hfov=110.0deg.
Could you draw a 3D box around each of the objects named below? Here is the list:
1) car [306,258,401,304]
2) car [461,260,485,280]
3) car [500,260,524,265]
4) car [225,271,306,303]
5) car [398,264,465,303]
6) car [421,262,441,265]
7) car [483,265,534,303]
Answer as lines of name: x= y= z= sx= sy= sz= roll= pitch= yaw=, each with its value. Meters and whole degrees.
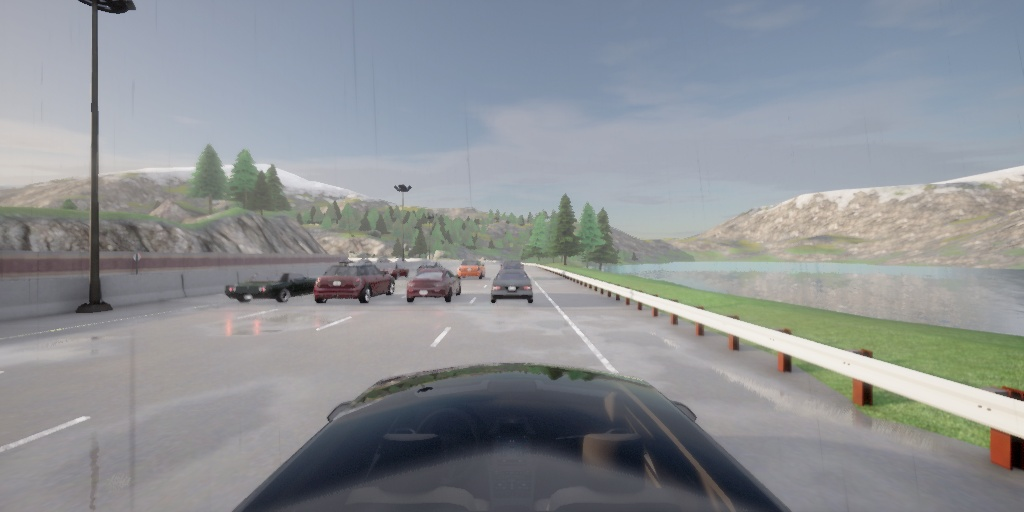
car: x=-7.000 y=1.113 z=16.470 sx=2.097 sy=1.767 sz=4.553 roll=0 pitch=0 yaw=0
car: x=-3.500 y=1.113 z=31.470 sx=2.097 sy=1.767 sz=4.553 roll=0 pitch=0 yaw=0
car: x=0.000 y=1.114 z=31.470 sx=2.097 sy=1.767 sz=4.553 roll=0 pitch=0 yaw=0
car: x=-10.500 y=1.363 z=16.530 sx=1.895 sy=1.301 sz=4.718 roll=0 pitch=0 yaw=0
car: x=-3.500 y=1.280 z=16.500 sx=1.812 sy=1.442 sz=4.674 roll=0 pitch=0 yaw=0
car: x=-7.000 y=1.242 z=31.500 sx=2.128 sy=1.511 sz=4.902 roll=0 pitch=0 yaw=0
car: x=0.000 y=1.310 z=16.500 sx=2.033 sy=1.411 sz=5.357 roll=0 pitch=0 yaw=0
